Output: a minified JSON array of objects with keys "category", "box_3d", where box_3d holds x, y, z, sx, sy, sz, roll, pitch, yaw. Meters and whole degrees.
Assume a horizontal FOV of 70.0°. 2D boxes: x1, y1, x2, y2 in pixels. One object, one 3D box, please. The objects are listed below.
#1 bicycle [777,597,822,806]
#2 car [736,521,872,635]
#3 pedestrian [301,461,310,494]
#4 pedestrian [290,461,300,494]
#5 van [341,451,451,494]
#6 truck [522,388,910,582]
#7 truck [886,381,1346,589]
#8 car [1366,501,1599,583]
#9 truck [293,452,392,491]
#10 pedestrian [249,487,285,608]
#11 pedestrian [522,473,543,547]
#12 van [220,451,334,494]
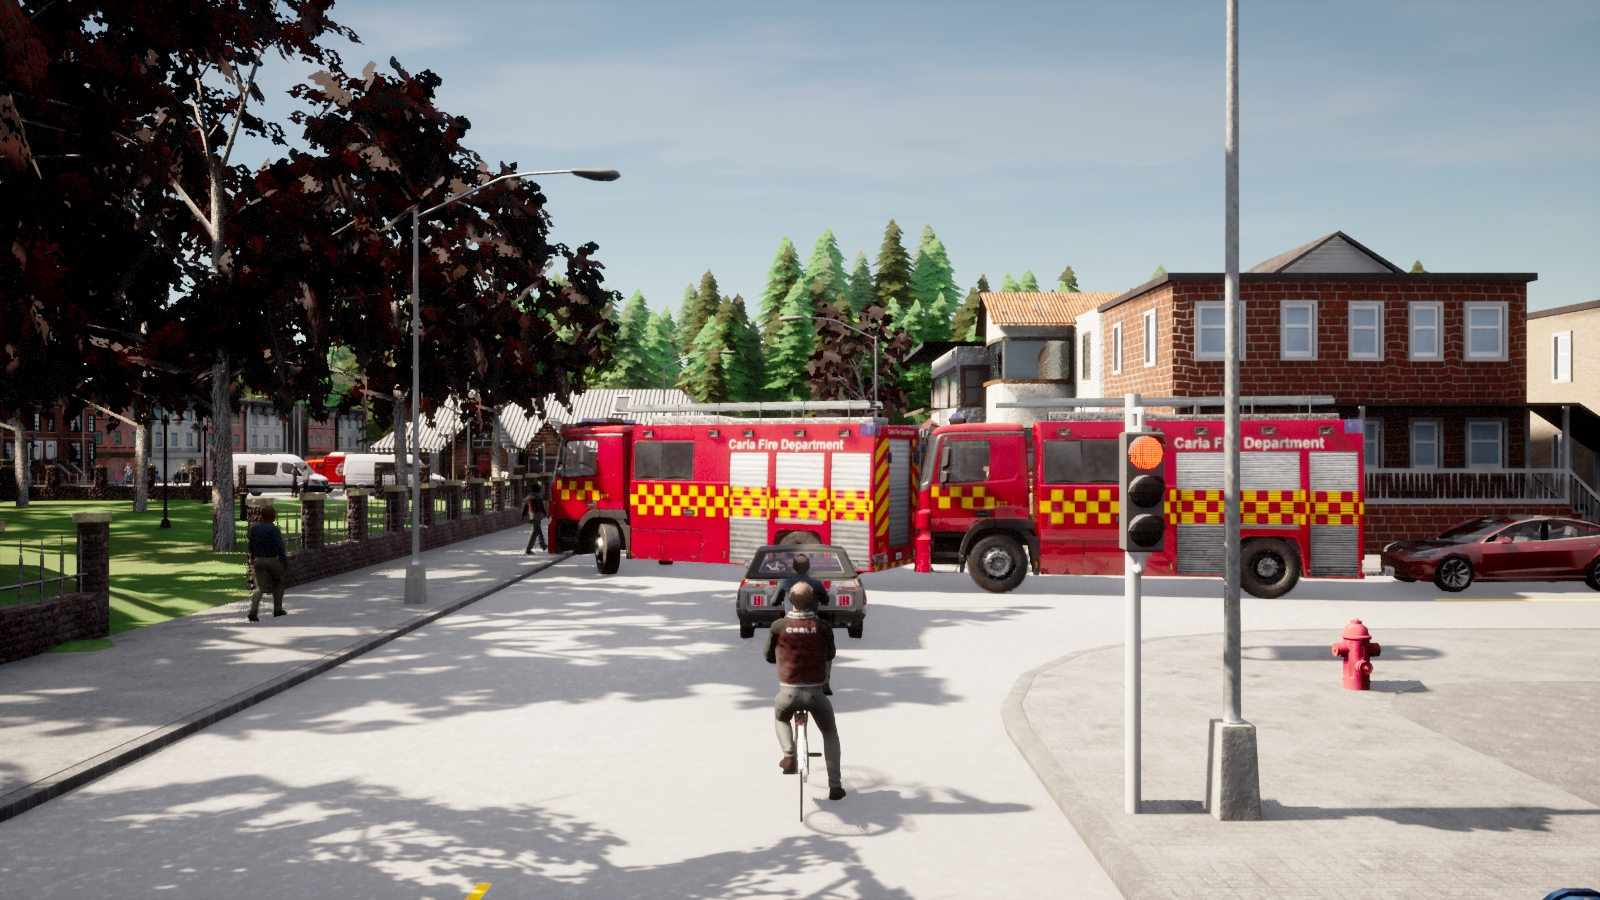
[{"category":"bicycle","box_3d":[-0.005,1.940,9.200,0.329,1.271,1.835,0,0,0]},{"category":"car","box_3d":[0.052,1.935,18.331,1.895,1.301,4.718,0,0,0]},{"category":"pedestrian","box_3d":[-27.455,1.525,63.432,0.375,1.860,0.375,0,0,-42]},{"category":"pedestrian","box_3d":[-28.077,1.523,63.521,0.375,1.860,0.375,0,0,-1]},{"category":"van","box_3d":[-24.299,1.314,68.785,5.915,2.561,1.988,0,0,1]},{"category":"truck","box_3d":[-2.013,0.672,25.772,8.468,3.827,2.891,0,0,28]},{"category":"truck","box_3d":[6.119,0.669,23.168,8.468,3.827,2.891,0,0,10]},{"category":"car","box_3d":[14.523,1.843,23.389,4.792,1.488,2.163,0,0,0]},{"category":"truck","box_3d":[-29.092,1.345,72.766,5.204,2.467,2.627,0,0,0]},{"category":"pedestrian","box_3d":[-8.402,1.525,18.017,0.375,1.860,0.375,0,0,10]},{"category":"pedestrian","box_3d":[-6.825,1.525,29.151,0.375,1.860,0.375,0,0,36]},{"category":"van","box_3d":[-31.465,1.314,68.839,5.915,2.561,1.988,0,0,1]}]
